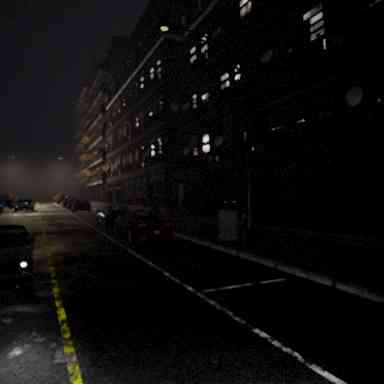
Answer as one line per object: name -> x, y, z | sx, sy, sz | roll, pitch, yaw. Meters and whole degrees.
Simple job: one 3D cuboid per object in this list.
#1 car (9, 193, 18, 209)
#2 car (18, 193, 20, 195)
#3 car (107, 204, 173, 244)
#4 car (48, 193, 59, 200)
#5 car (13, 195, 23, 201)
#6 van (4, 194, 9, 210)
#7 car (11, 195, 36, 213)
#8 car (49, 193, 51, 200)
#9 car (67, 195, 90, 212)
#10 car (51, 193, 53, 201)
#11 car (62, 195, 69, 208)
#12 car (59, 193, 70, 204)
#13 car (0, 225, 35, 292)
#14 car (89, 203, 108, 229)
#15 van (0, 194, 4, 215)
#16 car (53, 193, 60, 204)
car -> -23.680, 1.170, 41.926 | 2.192, 1.841, 5.009 | 1, 0, -25
car -> -26.044, 1.158, 46.925 | 2.192, 1.841, 5.009 | 1, 0, -25
car -> -2.345, 1.452, 15.240 | 1.887, 1.381, 4.507 | 1, 0, -25
car -> -35.482, 1.070, 85.227 | 2.192, 1.841, 5.009 | 1, 0, -25
car -> -40.237, 1.352, 76.921 | 1.887, 1.381, 4.507 | 1, 0, -25
van -> -18.951, 1.224, 31.927 | 1.690, 1.788, 3.998 | 1, 0, -25
car -> -17.394, 1.386, 34.581 | 1.812, 1.442, 4.674 | 0, 0, -25
car -> -30.755, 1.337, 75.225 | 1.802, 1.307, 4.206 | 1, 0, -25
car -> -11.804, 1.374, 35.239 | 1.887, 1.381, 4.507 | 1, 0, -25
car -> -26.024, 1.203, 65.225 | 1.967, 1.590, 4.097 | 1, 0, -25
car -> -14.169, 1.360, 40.238 | 1.887, 1.381, 4.507 | 1, 0, -25
car -> -16.526, 1.242, 45.243 | 1.967, 1.590, 4.097 | 1, 0, -25
car -> -5.022, 1.564, 8.430 | 1.895, 1.301, 4.718 | 0, 0, -26
car -> -4.711, 1.436, 20.240 | 2.008, 1.369, 4.403 | 1, 0, -25
van -> -16.585, 1.239, 26.926 | 1.690, 1.788, 3.998 | 1, 0, -25
car -> -21.291, 1.094, 55.225 | 2.192, 1.841, 5.009 | 1, 0, -25
